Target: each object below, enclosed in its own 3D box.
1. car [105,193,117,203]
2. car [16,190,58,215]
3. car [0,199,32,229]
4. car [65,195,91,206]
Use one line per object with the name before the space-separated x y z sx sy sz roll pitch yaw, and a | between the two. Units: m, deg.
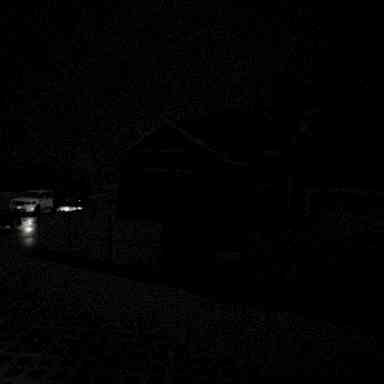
car | -11.303 0.896 48.407 2.033 1.411 5.357 3 1 -3
car | -13.768 0.847 29.441 2.150 2.045 5.566 3 1 2
car | -11.580 1.427 18.545 2.128 1.511 4.902 3 1 7
car | -13.791 1.007 40.547 1.895 1.301 4.718 3 1 -2
